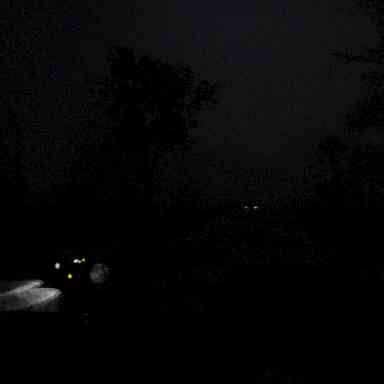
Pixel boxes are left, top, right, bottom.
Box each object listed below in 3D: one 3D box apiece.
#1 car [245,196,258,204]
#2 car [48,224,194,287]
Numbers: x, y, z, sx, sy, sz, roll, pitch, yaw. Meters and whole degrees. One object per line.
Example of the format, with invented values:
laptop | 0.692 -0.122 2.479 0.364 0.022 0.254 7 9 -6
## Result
car | 10.186 1.441 56.904 1.882 1.535 5.008 0 0 13
car | -1.947 1.678 9.832 4.181 1.385 1.994 -1 1 -42
